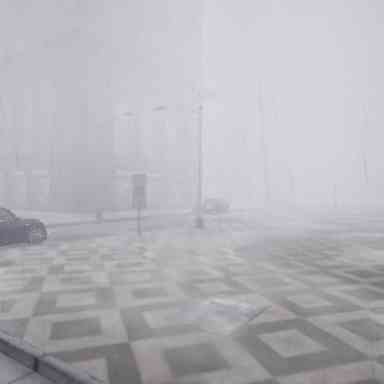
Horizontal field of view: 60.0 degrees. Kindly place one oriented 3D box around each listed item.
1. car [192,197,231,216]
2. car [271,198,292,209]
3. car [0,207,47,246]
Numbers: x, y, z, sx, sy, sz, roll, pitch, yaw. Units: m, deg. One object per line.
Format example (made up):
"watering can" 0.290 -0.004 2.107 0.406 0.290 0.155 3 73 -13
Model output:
"car" 1.990 1.404 33.022 2.097 1.767 4.553 1 0 36
"car" 13.049 1.688 48.383 1.837 1.490 4.892 1 0 35
"car" -8.001 1.336 13.157 2.097 1.767 4.553 1 0 21
